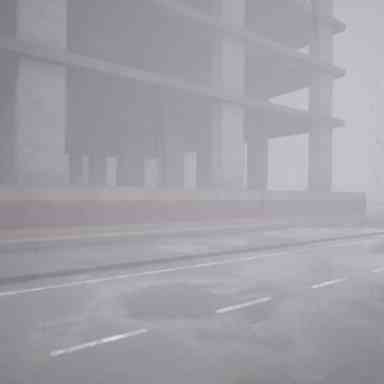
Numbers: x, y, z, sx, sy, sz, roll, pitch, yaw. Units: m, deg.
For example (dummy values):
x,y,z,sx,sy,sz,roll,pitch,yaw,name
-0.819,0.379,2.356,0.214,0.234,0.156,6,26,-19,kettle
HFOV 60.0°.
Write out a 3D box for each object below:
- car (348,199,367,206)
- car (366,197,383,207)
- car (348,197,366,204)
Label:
x,y,z,sx,sy,sz,roll,pitch,yaw,name
33.276,2.101,66.809,3.905,1.438,1.784,1,0,-35,car
34.947,2.133,64.445,3.806,1.475,1.970,1,0,-35,car
40.773,2.059,82.203,4.605,1.855,1.932,1,0,-35,car
